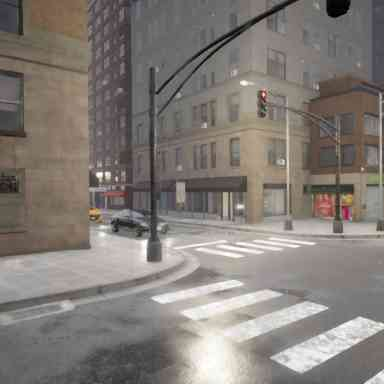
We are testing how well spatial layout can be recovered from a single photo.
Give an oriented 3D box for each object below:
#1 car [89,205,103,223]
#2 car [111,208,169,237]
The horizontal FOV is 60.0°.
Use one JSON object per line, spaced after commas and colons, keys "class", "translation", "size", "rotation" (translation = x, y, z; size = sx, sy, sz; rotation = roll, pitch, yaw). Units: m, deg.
{"class": "car", "translation": [-8.916, 1.730, 26.998], "size": [1.882, 1.535, 5.008], "rotation": [-1, 0, -37]}
{"class": "car", "translation": [-3.198, 1.694, 19.496], "size": [1.812, 1.442, 4.674], "rotation": [-1, 0, -38]}
